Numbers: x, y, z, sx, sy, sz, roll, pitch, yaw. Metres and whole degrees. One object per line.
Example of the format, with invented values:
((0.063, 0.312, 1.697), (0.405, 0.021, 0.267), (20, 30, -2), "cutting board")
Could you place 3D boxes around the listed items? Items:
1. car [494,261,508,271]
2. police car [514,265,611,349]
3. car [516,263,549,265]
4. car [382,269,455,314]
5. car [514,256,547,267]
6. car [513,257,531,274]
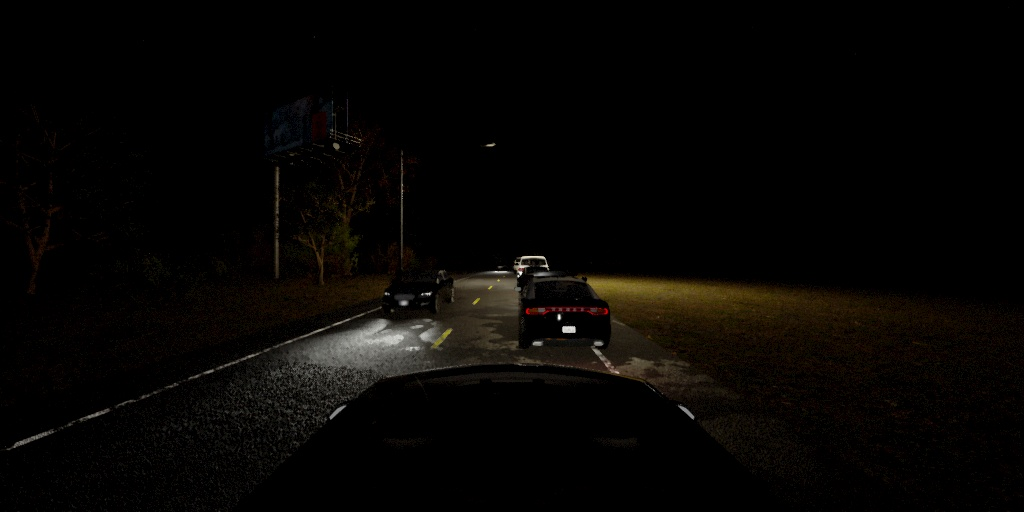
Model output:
((-1.628, 1.556, 55.776), (2.128, 1.511, 4.902), (0, -1, 4), "car")
((1.100, 1.185, 9.316), (1.930, 1.638, 5.238), (0, 0, 1), "police car")
((1.276, 1.296, 19.172), (1.837, 1.490, 4.892), (0, 0, 1), "car")
((-3.460, 1.264, 14.038), (2.128, 1.511, 4.902), (0, 0, 1), "car")
((1.445, 1.044, 25.181), (2.150, 2.045, 5.566), (0, 0, 2), "car")
((1.392, 1.204, 46.526), (2.150, 2.045, 5.566), (0, 0, 4), "car")
